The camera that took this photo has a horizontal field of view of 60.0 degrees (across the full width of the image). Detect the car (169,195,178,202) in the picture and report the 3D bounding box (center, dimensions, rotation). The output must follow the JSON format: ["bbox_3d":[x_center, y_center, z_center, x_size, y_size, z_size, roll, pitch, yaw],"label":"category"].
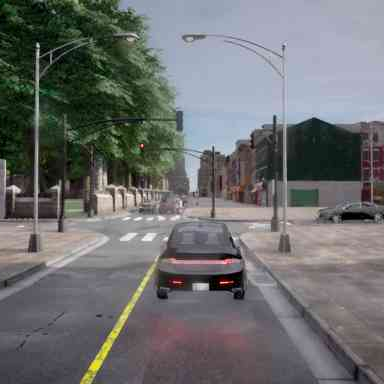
[{"bbox_3d":[-4.549,1.620,82.717,1.967,1.590,4.097,1,0,0],"label":"car"}]

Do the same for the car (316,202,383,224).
[{"bbox_3d":[11.479,1.443,23.849,4.902,1.511,2.128,-1,-1,1],"label":"car"}]

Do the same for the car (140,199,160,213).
[{"bbox_3d":[-4.900,1.563,39.405,1.752,1.417,4.829,1,0,0],"label":"car"}]

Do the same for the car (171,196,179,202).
[{"bbox_3d":[-4.515,1.733,87.997,1.752,1.417,4.829,1,0,0],"label":"car"}]

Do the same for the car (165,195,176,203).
[{"bbox_3d":[-4.624,1.569,71.817,1.967,1.590,4.097,1,0,0],"label":"car"}]

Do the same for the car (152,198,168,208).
[{"bbox_3d":[-4.776,1.624,50.016,1.947,1.339,4.313,1,0,0],"label":"car"}]

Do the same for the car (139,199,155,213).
[{"bbox_3d":[-4.889,1.585,37.431,2.008,1.369,4.403,1,0,0],"label":"car"}]

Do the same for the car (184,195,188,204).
[{"bbox_3d":[-2.202,1.564,55.371,2.128,1.511,4.902,0,0,1],"label":"car"}]

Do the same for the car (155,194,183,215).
[{"bbox_3d":[-2.310,1.383,34.750,2.097,1.767,4.553,0,0,-1],"label":"car"}]

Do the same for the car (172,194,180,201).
[{"bbox_3d":[-4.472,1.555,93.619,2.192,1.841,5.009,1,0,0],"label":"car"}]

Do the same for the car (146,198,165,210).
[{"bbox_3d":[-4.813,1.598,44.566,2.008,1.369,4.403,1,0,0],"label":"car"}]

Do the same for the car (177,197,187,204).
[{"bbox_3d":[-2.036,1.681,68.664,1.994,1.385,4.181,0,0,1],"label":"car"}]

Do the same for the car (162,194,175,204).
[{"bbox_3d":[-4.659,1.423,66.367,2.192,1.841,5.009,1,0,0],"label":"car"}]

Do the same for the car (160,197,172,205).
[{"bbox_3d":[-4.702,1.671,60.916,1.802,1.307,4.206,1,0,0],"label":"car"}]

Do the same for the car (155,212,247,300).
[{"bbox_3d":[0.213,1.496,8.419,2.128,1.511,4.902,0,0,1],"label":"car"}]

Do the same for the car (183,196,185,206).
[{"bbox_3d":[-2.275,1.574,45.025,1.812,1.442,4.674,0,0,0],"label":"car"}]
